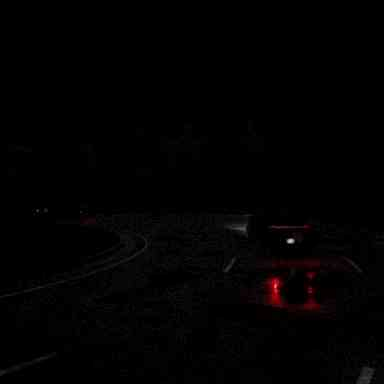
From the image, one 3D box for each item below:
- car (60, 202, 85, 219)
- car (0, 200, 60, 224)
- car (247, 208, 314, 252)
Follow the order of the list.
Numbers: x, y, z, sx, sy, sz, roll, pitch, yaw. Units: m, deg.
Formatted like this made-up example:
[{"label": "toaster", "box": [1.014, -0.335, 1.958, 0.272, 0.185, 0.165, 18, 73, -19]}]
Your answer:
[{"label": "car", "box": [-12.065, 1.641, 29.986, 4.902, 1.511, 2.128, -1, 0, 16]}, {"label": "car", "box": [-13.472, 1.545, 26.697, 4.553, 1.767, 2.097, -1, 0, 17]}, {"label": "car", "box": [3.356, 1.373, 13.322, 2.128, 1.511, 4.902, -1, 0, 3]}]
